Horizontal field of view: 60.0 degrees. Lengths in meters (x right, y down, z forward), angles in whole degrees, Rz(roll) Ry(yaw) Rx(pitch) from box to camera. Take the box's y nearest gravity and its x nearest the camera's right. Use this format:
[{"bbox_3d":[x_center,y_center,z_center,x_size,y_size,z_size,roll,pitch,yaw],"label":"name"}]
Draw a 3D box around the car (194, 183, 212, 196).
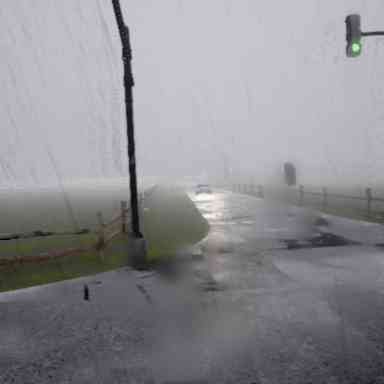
[{"bbox_3d":[1.289,-0.340,41.284,1.812,1.442,4.674,-3,3,-3],"label":"car"}]
